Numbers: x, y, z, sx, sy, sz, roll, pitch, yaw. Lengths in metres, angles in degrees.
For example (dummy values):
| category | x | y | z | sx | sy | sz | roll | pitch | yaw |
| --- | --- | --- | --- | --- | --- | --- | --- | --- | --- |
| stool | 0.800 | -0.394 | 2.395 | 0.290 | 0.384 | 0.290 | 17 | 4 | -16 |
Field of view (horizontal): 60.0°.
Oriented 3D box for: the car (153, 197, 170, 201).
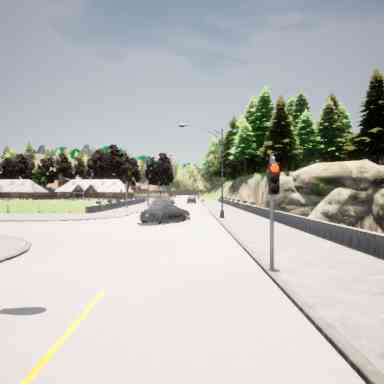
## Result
| category | x | y | z | sx | sy | sz | roll | pitch | yaw |
| --- | --- | --- | --- | --- | --- | --- | --- | --- | --- |
| car | -4.214 | 1.525 | 42.633 | 1.812 | 1.442 | 4.674 | 0 | 0 | -1 |

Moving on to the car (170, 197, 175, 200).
| category | x | y | z | sx | sy | sz | roll | pitch | yaw |
| --- | --- | --- | --- | --- | --- | --- | --- | --- | --- |
| car | -4.233 | 1.547 | 52.341 | 2.033 | 1.411 | 5.357 | 0 | 0 | -1 |

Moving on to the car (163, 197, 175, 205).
| category | x | y | z | sx | sy | sz | roll | pitch | yaw |
| --- | --- | --- | --- | --- | --- | --- | --- | --- | --- |
| car | -4.225 | 1.600 | 62.154 | 1.895 | 1.301 | 4.718 | 0 | 0 | 0 |

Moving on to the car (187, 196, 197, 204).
| category | x | y | z | sx | sy | sz | roll | pitch | yaw |
| --- | --- | --- | --- | --- | --- | --- | --- | --- | --- |
| car | -0.072 | 1.547 | 65.132 | 2.033 | 1.411 | 5.357 | 0 | 0 | 0 |

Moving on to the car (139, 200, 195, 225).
| category | x | y | z | sx | sy | sz | roll | pitch | yaw |
| --- | --- | --- | --- | --- | --- | --- | --- | --- | --- |
| car | -1.968 | 1.564 | 24.500 | 1.994 | 1.385 | 4.181 | 0 | 0 | 34 |
